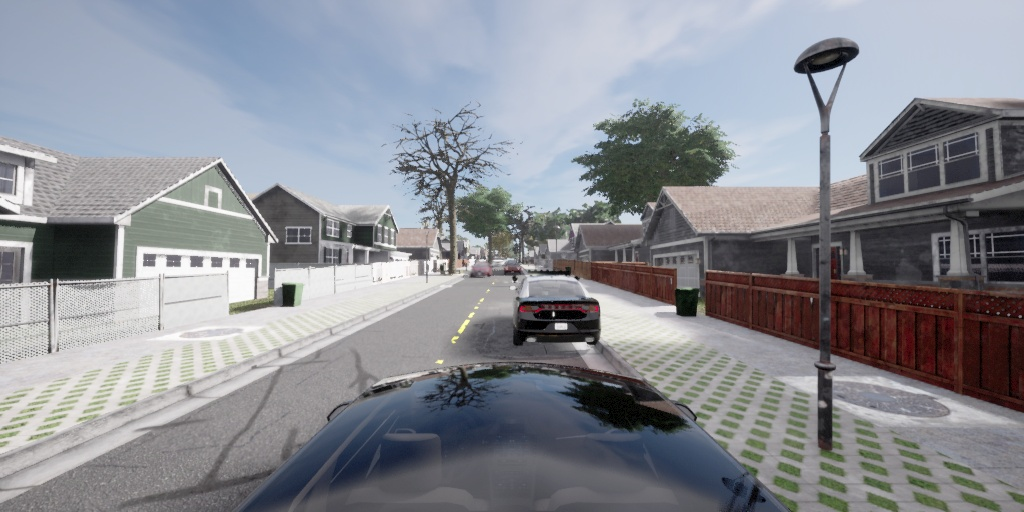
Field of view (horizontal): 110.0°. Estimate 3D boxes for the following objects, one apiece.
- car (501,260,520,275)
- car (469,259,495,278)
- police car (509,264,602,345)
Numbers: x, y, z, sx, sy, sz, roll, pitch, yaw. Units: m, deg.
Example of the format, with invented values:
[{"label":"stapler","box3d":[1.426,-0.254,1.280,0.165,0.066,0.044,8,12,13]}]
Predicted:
[{"label":"car","box3d":[0.086,1.379,39.520,1.895,1.301,4.718,0,0,0]},{"label":"car","box3d":[-2.846,1.290,33.742,1.812,1.442,4.674,0,0,0]},{"label":"police car","box3d":[0.964,1.178,9.624,1.930,1.638,5.238,0,0,0]}]
